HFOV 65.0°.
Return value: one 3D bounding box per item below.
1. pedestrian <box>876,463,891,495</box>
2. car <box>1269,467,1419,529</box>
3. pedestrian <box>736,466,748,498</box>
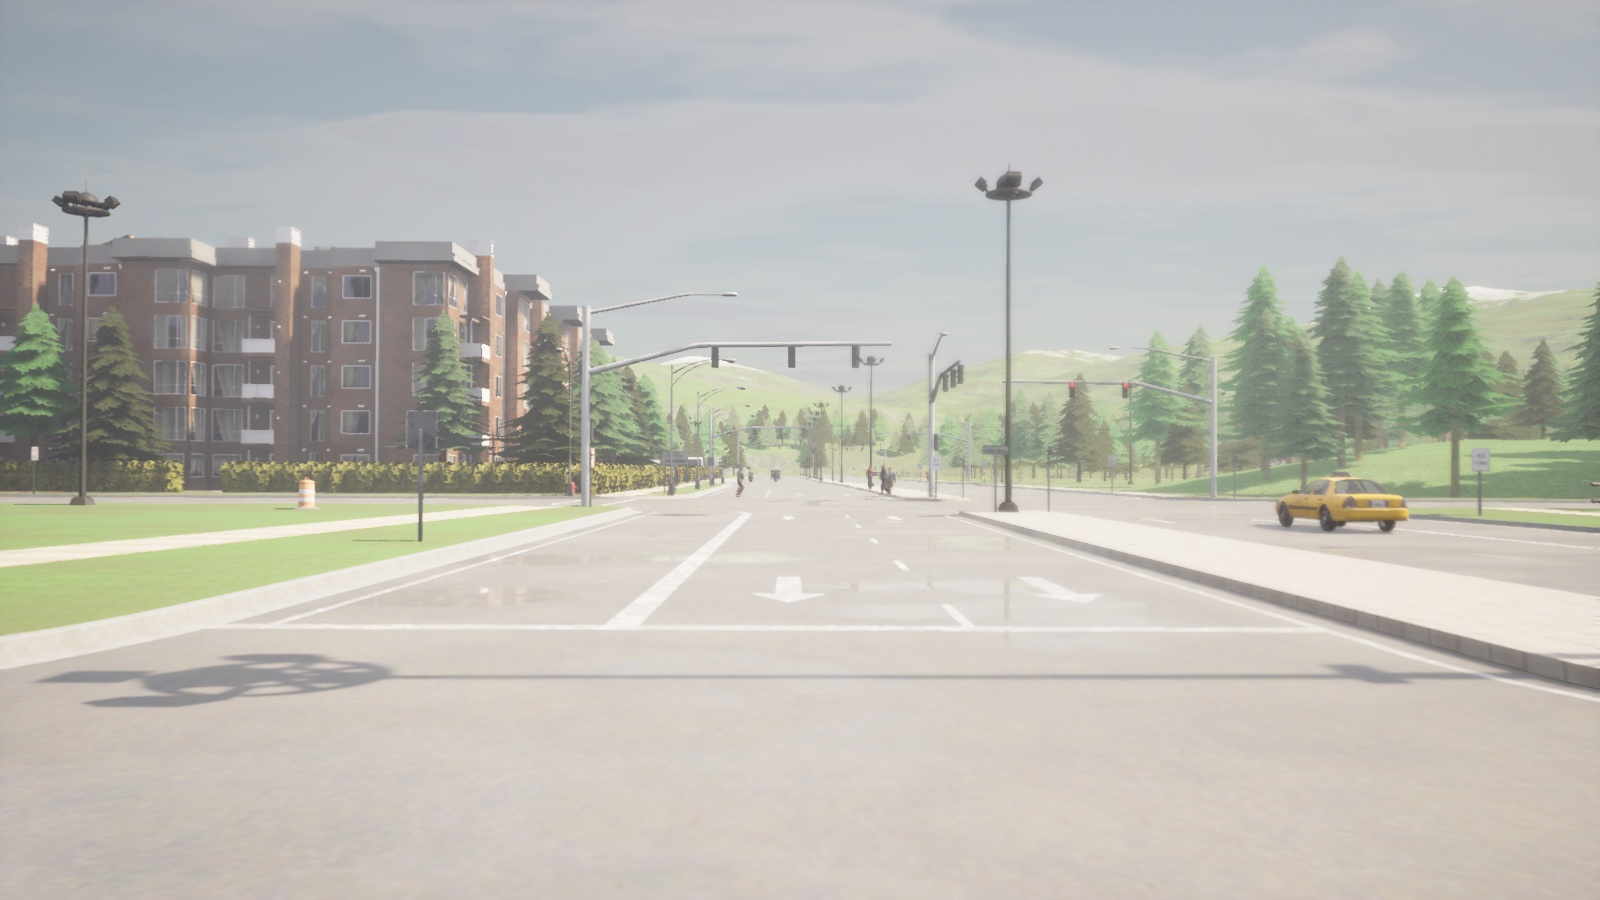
[{"bbox_3d":[4.867,1.707,73.050,0.694,1.848,0.540,0,-1,-17],"label":"pedestrian"},{"bbox_3d":[14.914,1.276,34.782,1.801,1.575,5.366,0,-1,0],"label":"car"},{"bbox_3d":[-3.376,1.839,72.999,0.694,1.848,0.540,0,-1,-1],"label":"pedestrian"}]
